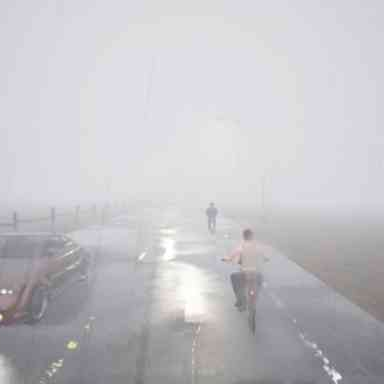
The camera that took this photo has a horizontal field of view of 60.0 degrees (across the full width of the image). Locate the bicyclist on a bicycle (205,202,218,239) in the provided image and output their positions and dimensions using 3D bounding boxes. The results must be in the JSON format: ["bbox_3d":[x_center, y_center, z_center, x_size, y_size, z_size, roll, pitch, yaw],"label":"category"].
[{"bbox_3d":[0.970,1.379,16.515,0.659,1.776,1.843,0,0,0],"label":"bicyclist on a bicycle"}]

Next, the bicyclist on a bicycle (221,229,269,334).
[{"bbox_3d":[0.954,1.435,5.768,0.866,1.612,1.509,0,0,0],"label":"bicyclist on a bicycle"}]

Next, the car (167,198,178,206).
[{"bbox_3d":[-3.497,1.747,60.278,2.033,1.411,5.357,0,0,0],"label":"car"}]

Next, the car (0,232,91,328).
[{"bbox_3d":[-3.598,1.562,6.953,1.994,1.385,4.181,0,0,0],"label":"car"}]

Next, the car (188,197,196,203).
[{"bbox_3d":[0.029,1.825,77.003,1.837,1.490,4.892,0,-1,0],"label":"car"}]

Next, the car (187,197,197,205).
[{"bbox_3d":[0.023,1.723,65.085,2.128,1.511,4.902,0,0,0],"label":"car"}]
